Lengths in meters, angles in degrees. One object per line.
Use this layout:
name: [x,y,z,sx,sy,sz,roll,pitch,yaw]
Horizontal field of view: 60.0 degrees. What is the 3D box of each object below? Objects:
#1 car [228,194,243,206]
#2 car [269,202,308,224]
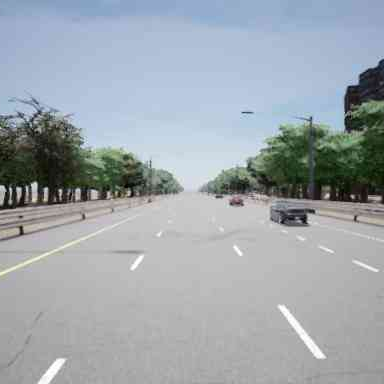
car: [7.120,1.349,54.848,2.097,1.767,4.553,0,0,0]
car: [7.032,1.505,24.564,1.837,1.490,4.892,0,0,0]
